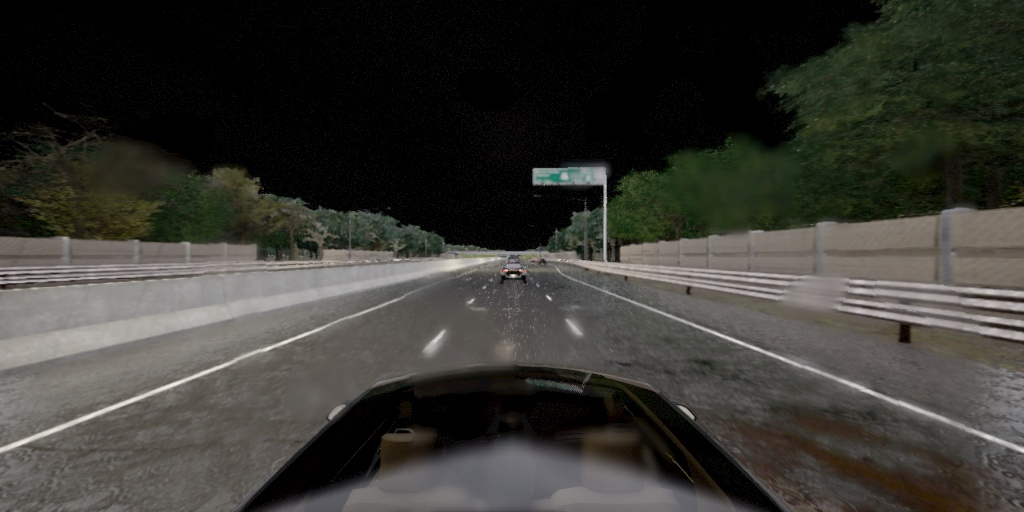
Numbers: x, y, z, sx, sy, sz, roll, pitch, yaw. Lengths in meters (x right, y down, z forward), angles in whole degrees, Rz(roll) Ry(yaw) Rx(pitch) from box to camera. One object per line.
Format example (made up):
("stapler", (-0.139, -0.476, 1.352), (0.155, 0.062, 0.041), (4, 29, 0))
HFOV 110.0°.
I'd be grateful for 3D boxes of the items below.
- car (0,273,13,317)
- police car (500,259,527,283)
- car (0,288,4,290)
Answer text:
("car", (-17.590, 1.274, 9.648), (1.812, 1.442, 4.674), (0, 0, 0))
("police car", (0.107, 1.253, 27.976), (2.038, 1.542, 4.974), (0, 0, 0))
("car", (-14.095, 1.349, 8.345), (1.895, 1.301, 4.718), (0, 0, 0))
